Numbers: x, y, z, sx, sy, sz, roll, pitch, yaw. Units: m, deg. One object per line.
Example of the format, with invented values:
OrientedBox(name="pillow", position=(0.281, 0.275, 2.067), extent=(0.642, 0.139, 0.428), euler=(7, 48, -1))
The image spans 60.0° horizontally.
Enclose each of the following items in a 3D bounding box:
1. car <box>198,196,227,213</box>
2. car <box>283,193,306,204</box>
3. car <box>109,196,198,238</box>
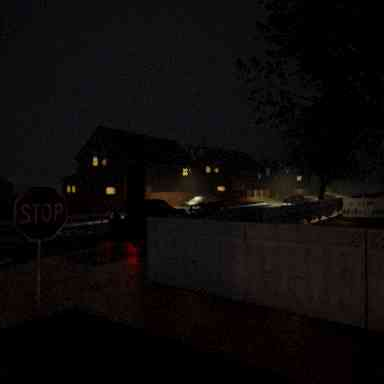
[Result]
OrientedBox(name="car", position=(0.951, 1.059, 26.324), extent=(2.128, 1.511, 4.902), euler=(2, 2, 35))
OrientedBox(name="car", position=(13.551, 0.807, 44.030), extent=(1.994, 1.385, 4.181), euler=(2, 2, 35))
OrientedBox(name="car", position=(-1.983, 1.152, 17.071), extent=(2.097, 1.767, 4.553), euler=(2, 2, 35))
